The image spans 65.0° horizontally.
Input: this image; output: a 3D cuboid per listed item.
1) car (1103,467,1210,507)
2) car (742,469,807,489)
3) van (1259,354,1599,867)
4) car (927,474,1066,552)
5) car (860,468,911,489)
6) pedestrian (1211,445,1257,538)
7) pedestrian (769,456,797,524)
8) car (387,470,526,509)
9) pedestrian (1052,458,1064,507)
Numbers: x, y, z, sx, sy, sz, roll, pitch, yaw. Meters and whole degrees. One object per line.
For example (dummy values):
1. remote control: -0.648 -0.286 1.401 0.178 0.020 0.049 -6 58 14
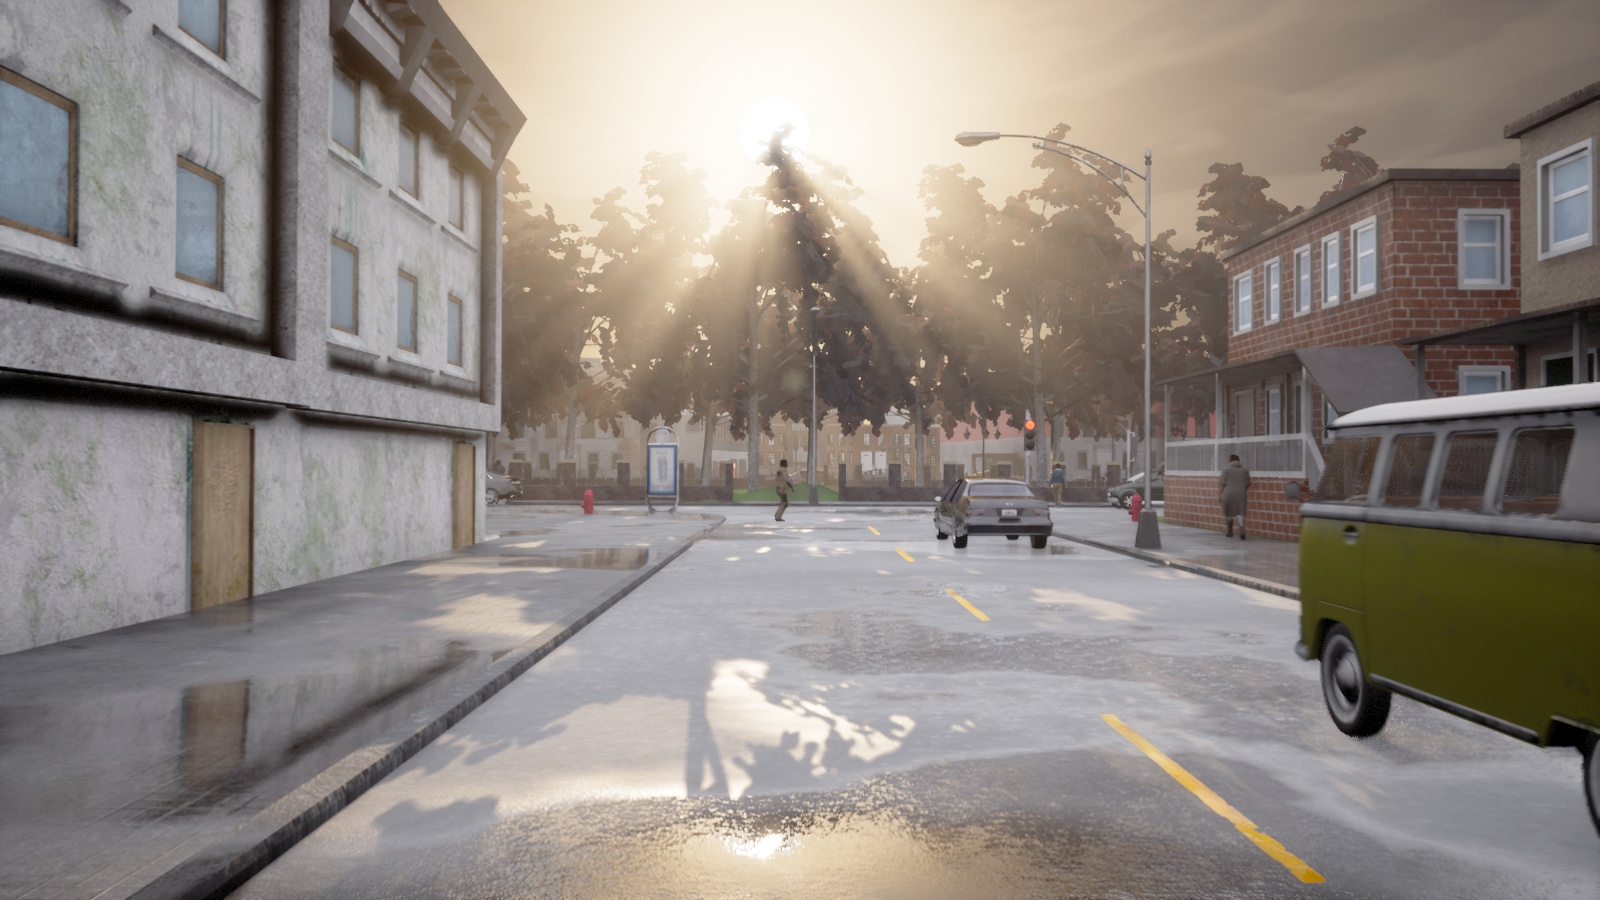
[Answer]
1. car: 14.033 1.457 49.561 3.705 1.549 1.789 0 -1 0
2. car: -1.907 2.201 94.793 4.792 1.488 2.163 0 -1 0
3. van: 3.980 0.638 6.206 1.775 1.987 4.442 0 -1 0
4. car: 3.925 1.223 26.066 2.033 1.411 5.357 0 -1 0
5. car: 6.416 2.147 94.824 3.705 1.549 1.789 0 -1 0
6. pedestrian: 9.238 0.874 26.750 0.659 1.952 0.873 0 -1 1
7. pedestrian: -0.488 1.130 35.927 0.692 1.930 0.396 0 -1 -25
8. car: -13.462 1.543 49.473 4.902 1.511 2.128 0 -1 0
9. pedestrian: 10.352 1.294 50.375 0.423 1.949 0.788 0 -1 9
